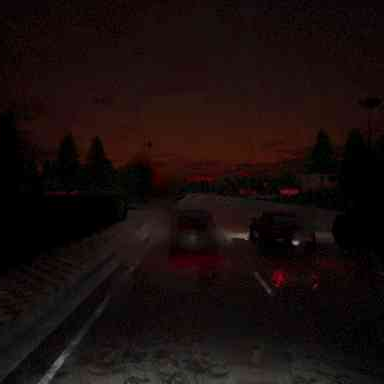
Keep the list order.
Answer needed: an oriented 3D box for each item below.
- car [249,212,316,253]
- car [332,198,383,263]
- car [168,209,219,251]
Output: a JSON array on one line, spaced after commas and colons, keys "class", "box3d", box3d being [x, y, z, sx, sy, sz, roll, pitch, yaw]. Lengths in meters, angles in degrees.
[{"class": "car", "box3d": [3.555, 1.522, 13.617, 1.812, 1.442, 4.674, 0, 0, 0]}, {"class": "car", "box3d": [7.037, 1.220, 11.829, 2.150, 2.045, 5.566, 0, 0, 1]}, {"class": "car", "box3d": [0.056, 1.474, 14.125, 1.882, 1.535, 5.008, 0, 0, 0]}]
